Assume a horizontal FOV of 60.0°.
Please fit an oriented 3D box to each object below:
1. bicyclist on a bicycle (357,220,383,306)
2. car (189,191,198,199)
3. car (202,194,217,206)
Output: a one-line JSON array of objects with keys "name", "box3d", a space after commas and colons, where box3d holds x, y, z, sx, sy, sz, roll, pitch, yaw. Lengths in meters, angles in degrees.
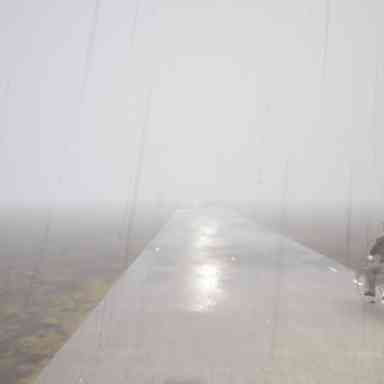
[{"name": "bicyclist on a bicycle", "box3d": [3.518, 1.386, 6.191, 0.659, 1.776, 1.843, 0, 0, 0]}, {"name": "car", "box3d": [0.275, 0.768, 89.019, 2.150, 2.045, 5.566, 0, 0, 0]}, {"name": "car", "box3d": [3.009, 1.364, 52.560, 1.812, 1.442, 4.674, 0, 0, 0]}]
